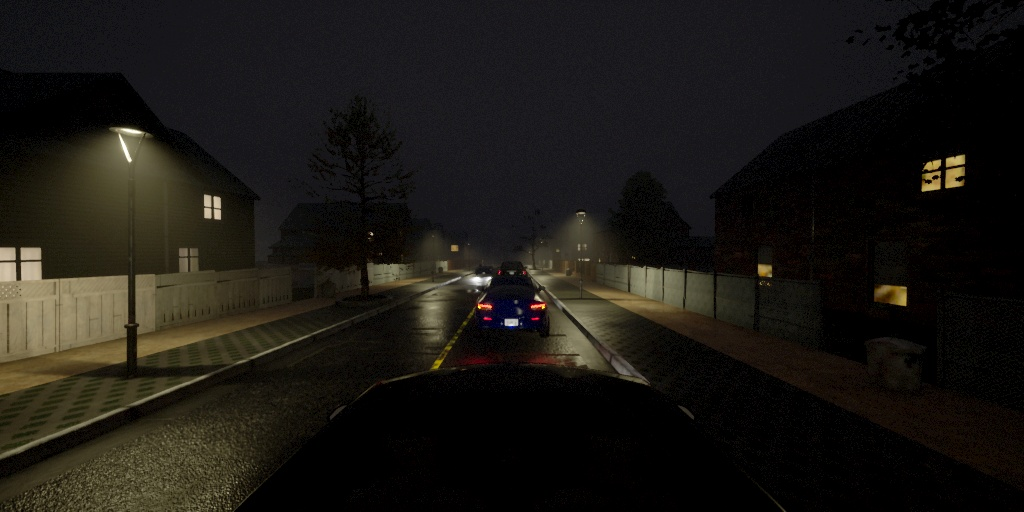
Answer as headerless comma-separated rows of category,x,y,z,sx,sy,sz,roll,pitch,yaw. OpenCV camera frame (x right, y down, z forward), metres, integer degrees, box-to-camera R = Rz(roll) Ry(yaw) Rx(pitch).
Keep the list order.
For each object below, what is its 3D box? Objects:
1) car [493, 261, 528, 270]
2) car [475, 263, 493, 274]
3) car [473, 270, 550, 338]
car,0.008,1.122,24.992,2.097,1.767,4.553,0,0,1
car,-2.788,1.419,37.793,1.895,1.301,4.718,0,0,1
car,-0.015,1.275,10.072,1.812,1.442,4.674,0,0,0
